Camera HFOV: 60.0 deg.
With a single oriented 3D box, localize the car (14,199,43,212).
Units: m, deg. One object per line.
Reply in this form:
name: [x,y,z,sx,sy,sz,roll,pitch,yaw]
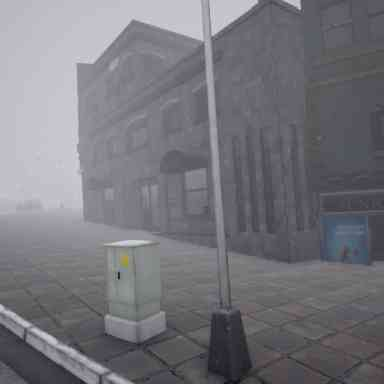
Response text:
car: [-26.887,2.192,54.942,2.150,2.045,5.566,-4,-2,4]
